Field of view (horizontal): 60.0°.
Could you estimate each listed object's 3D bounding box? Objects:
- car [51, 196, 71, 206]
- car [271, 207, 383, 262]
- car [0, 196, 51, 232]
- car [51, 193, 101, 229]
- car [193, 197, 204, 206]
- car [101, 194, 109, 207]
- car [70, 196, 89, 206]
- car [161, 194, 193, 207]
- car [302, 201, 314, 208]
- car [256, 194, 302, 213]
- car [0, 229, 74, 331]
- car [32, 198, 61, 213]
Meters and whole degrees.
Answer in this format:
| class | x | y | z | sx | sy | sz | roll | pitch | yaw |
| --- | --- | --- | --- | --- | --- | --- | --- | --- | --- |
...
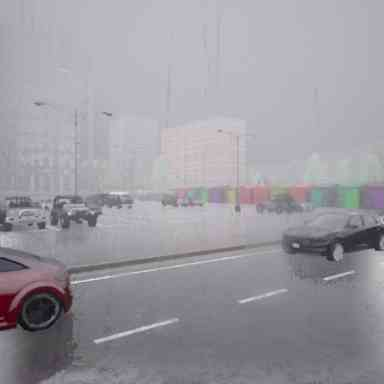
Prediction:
| class | x | y | z | sx | sy | sz | roll | pitch | yaw |
| --- | --- | --- | --- | --- | --- | --- | --- | --- | --- |
| car | -20.345 | 1.393 | 51.585 | 1.970 | 1.475 | 3.806 | 0 | 0 | -37 |
| car | 5.397 | 1.475 | 12.243 | 5.008 | 1.535 | 1.882 | 0 | 0 | -36 |
| car | -9.740 | 1.153 | 18.814 | 1.932 | 1.855 | 4.605 | 0 | 0 | -37 |
| car | -7.402 | 1.155 | 20.520 | 1.905 | 1.878 | 3.866 | 0 | 0 | -37 |
| car | -0.058 | 1.358 | 48.058 | 1.784 | 1.438 | 3.905 | 0 | 0 | -37 |
| car | -15.932 | 1.150 | 54.998 | 1.932 | 1.855 | 4.605 | 0 | 0 | -37 |
| car | -18.039 | 1.361 | 53.335 | 1.784 | 1.438 | 3.905 | 0 | 0 | -37 |
| car | -2.404 | 1.148 | 46.358 | 1.932 | 1.855 | 4.605 | 0 | 0 | -37 |
| car | 10.519 | 1.389 | 34.157 | 1.970 | 1.475 | 3.806 | 0 | 0 | -37 |
| car | 8.206 | 1.151 | 32.415 | 1.905 | 1.878 | 3.866 | 0 | 0 | -37 |
| car | -4.109 | 1.563 | 5.247 | 4.181 | 1.385 | 1.994 | 0 | 0 | -37 |
| car | -15.808 | 1.394 | 36.069 | 1.970 | 1.475 | 3.806 | 0 | 0 | -37 |
